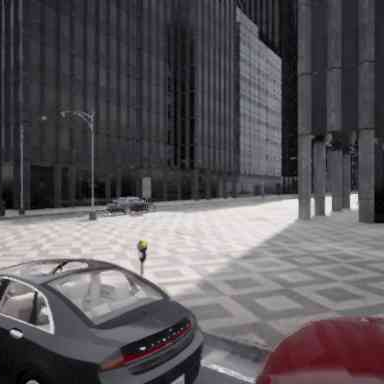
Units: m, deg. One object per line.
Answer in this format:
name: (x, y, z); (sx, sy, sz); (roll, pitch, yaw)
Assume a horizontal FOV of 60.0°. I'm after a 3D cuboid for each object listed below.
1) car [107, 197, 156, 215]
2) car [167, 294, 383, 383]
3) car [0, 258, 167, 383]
car: (-5.247, 1.191, 29.380); (2.128, 1.511, 4.902); (0, 1, 36)
car: (2.563, 1.310, 1.127); (5.009, 1.841, 2.192); (0, 0, 36)
car: (-1.928, 1.563, 4.345); (4.403, 1.369, 2.008); (0, 0, 36)
